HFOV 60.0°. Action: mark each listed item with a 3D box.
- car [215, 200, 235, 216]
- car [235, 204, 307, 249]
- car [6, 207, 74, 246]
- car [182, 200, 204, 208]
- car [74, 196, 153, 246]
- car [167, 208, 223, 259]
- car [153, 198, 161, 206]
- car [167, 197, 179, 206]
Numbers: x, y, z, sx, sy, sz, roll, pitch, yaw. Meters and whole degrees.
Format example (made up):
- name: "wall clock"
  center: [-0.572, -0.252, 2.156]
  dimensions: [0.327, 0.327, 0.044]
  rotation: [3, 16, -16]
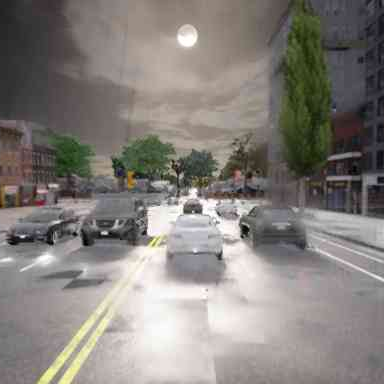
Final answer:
- name: "car"
  center: [3.344, 1.548, 32.994]
  dimensions: [1.812, 1.442, 4.674]
  rotation: [0, 0, 0]
- name: "car"
  center: [3.347, 1.348, 14.595]
  dimensions: [2.097, 1.767, 4.553]
  rotation: [0, 0, 0]
- name: "car"
  center: [-6.600, 1.501, 15.383]
  dimensions: [1.837, 1.490, 4.892]
  rotation: [0, 0, 0]
- name: "car"
  center: [0.095, 1.525, 32.150]
  dimensions: [1.837, 1.490, 4.892]
  rotation: [0, 0, 0]
- name: "car"
  center: [-3.350, 1.218, 15.509]
  dimensions: [2.150, 2.045, 5.566]
  rotation: [0, 0, 0]
- name: "car"
  center: [0.096, 1.521, 12.433]
  dimensions: [1.812, 1.442, 4.674]
  rotation: [0, 0, 0]
- name: "car"
  center: [-6.555, 1.695, 57.949]
  dimensions: [1.994, 1.385, 4.181]
  rotation: [0, 0, 1]
- name: "car"
  center: [-3.303, 1.623, 58.064]
  dimensions: [2.128, 1.511, 4.902]
  rotation: [0, 0, 1]
